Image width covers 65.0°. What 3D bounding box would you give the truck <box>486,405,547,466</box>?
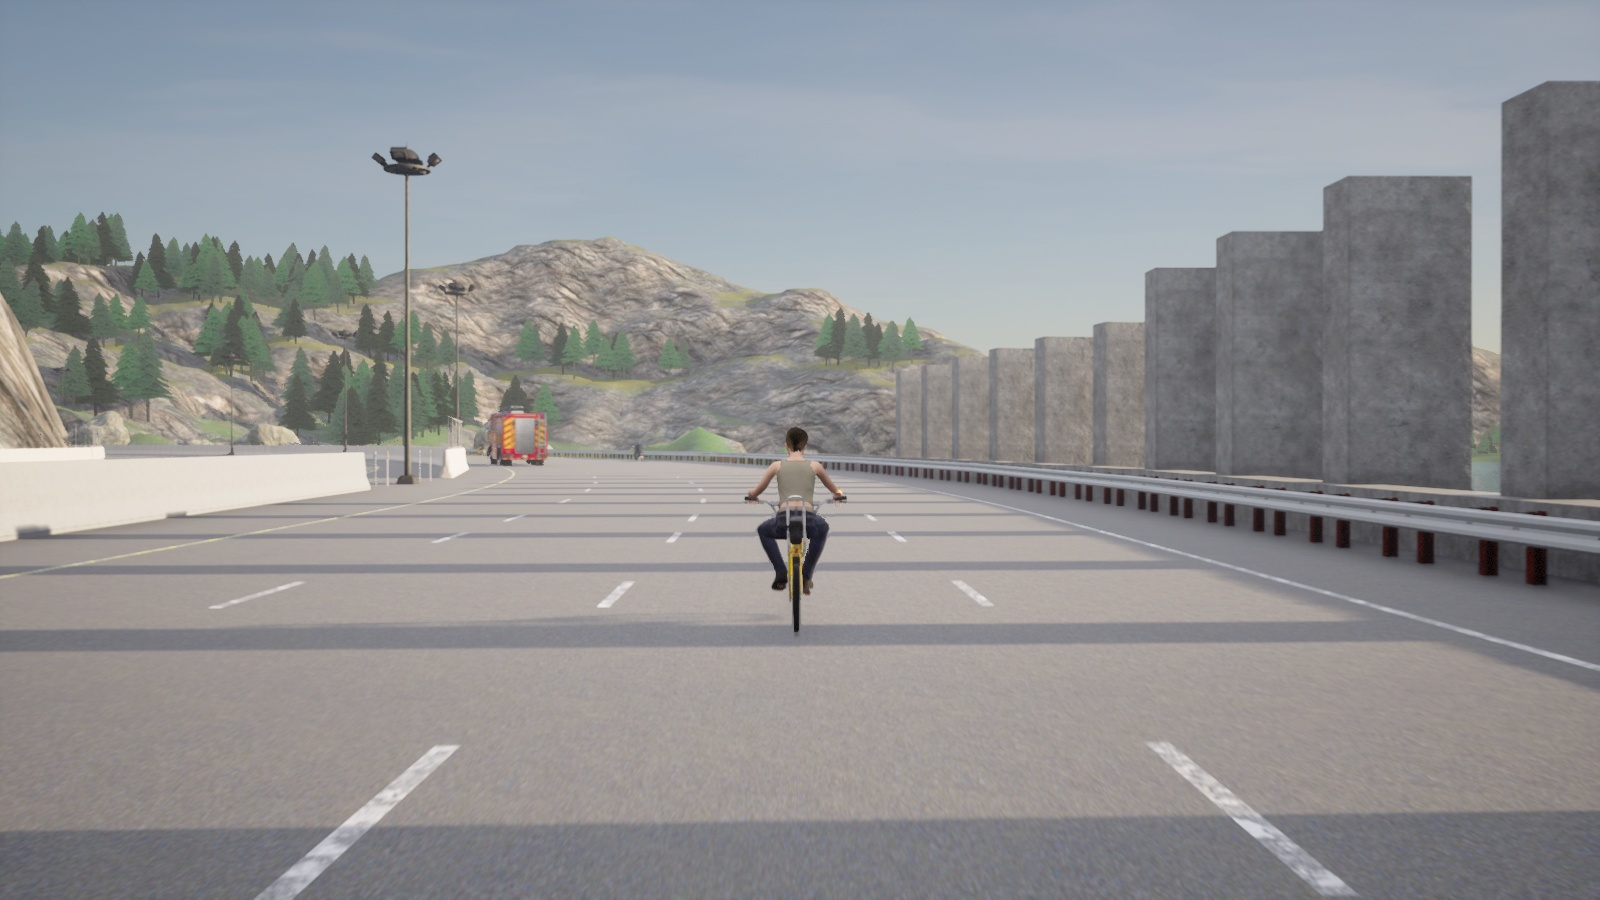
[{"bbox_3d":[-18.993,-0.960,83.706,2.891,3.827,8.468,0,0,-20],"label":"truck"}]

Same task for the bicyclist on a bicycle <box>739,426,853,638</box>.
[{"bbox_3d":[-0.034,0.618,10.275,0.866,1.612,1.509,0,0,-1],"label":"bicyclist on a bicycle"}]
